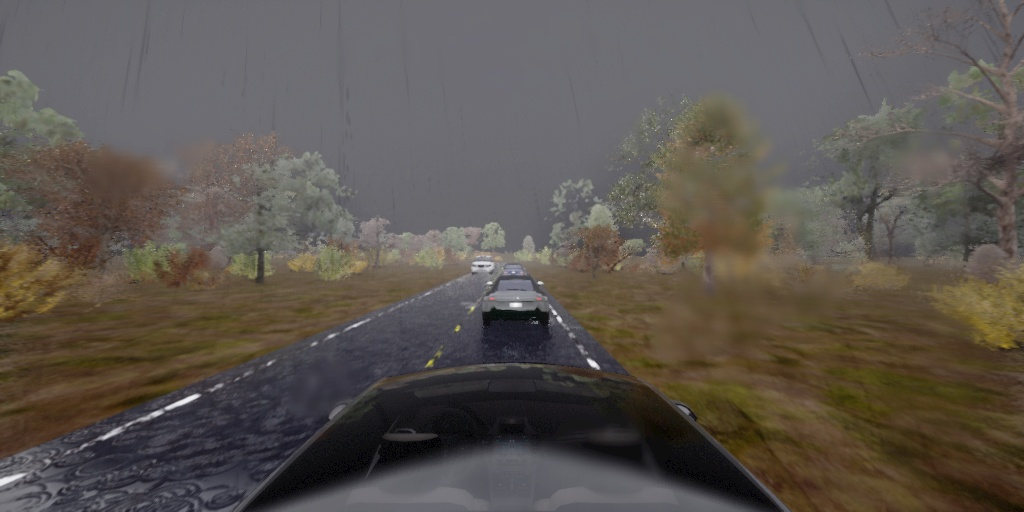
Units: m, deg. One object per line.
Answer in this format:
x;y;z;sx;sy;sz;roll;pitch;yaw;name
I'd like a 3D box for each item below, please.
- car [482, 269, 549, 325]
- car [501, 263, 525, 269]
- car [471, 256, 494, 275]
0.105;1.314;11.854;1.994;1.385;4.181;0;0;0;car
0.114;1.300;29.653;2.033;1.411;5.357;0;0;0;car
-3.076;0.973;38.481;2.150;2.045;5.566;0;0;0;car
